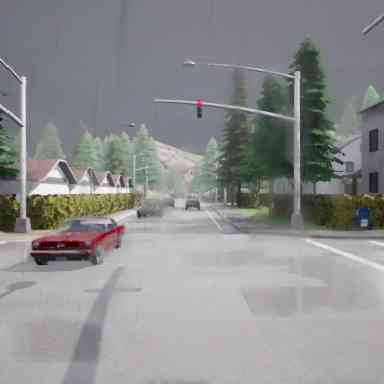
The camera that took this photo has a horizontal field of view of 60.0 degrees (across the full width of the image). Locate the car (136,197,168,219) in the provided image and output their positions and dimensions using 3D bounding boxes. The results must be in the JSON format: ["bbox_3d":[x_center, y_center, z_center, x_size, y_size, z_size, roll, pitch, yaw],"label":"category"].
[{"bbox_3d":[-3.597,1.363,29.593,2.097,1.767,4.553,0,0,0],"label":"car"}]

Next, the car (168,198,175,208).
[{"bbox_3d":[-3.500,1.567,49.568,2.033,1.411,5.357,0,0,0],"label":"car"}]

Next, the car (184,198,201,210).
[{"bbox_3d":[0.100,1.519,43.289,1.837,1.490,4.892,0,0,0],"label":"car"}]

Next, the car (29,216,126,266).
[{"bbox_3d":[-3.621,1.541,11.400,1.895,1.301,4.718,-1,0,0],"label":"car"}]
